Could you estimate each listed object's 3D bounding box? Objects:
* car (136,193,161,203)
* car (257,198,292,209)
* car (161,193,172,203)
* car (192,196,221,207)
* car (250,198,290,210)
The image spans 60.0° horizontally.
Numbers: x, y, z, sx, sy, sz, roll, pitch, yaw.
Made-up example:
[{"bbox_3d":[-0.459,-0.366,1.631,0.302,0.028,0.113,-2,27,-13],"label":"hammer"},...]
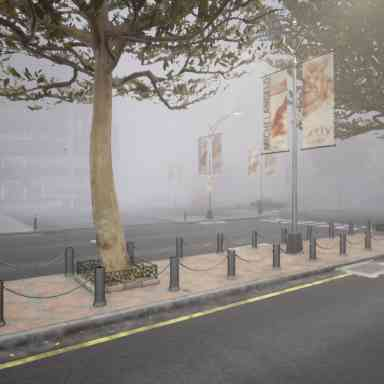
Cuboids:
[{"bbox_3d":[-9.056,1.352,66.703,4.553,1.767,2.097,0,0,41],"label":"car"},{"bbox_3d":[11.293,1.526,46.032,1.812,1.442,4.674,0,0,-35],"label":"car"},{"bbox_3d":[-6.718,1.225,69.522,5.566,2.045,2.150,0,0,41],"label":"car"},{"bbox_3d":[1.982,1.353,53.054,2.097,1.767,4.553,0,0,-36],"label":"car"},{"bbox_3d":[9.566,1.601,42.112,1.895,1.301,4.718,0,0,-31],"label":"car"}]
